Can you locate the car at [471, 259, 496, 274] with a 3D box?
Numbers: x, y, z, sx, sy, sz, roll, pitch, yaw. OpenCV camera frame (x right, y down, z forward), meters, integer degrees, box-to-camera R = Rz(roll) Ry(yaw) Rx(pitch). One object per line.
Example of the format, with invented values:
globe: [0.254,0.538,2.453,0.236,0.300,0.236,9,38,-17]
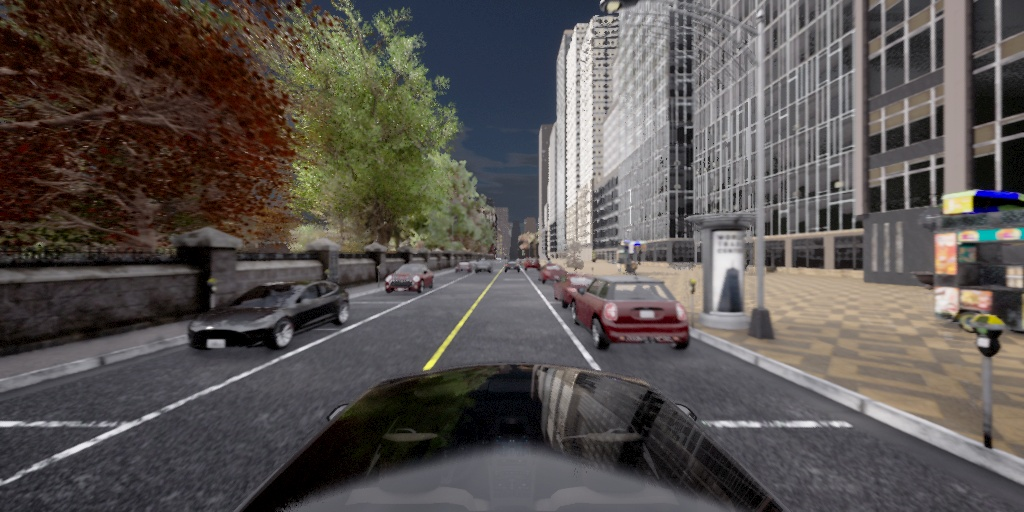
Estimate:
car: [-3.089,1.257,40.230,1.837,1.490,4.892,0,0,0]

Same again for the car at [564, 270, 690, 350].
car: [2.689,1.184,9.077,1.967,1.591,4.097,0,0,0]

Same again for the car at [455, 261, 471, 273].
car: [-5.693,1.336,42.869,1.802,1.307,4.207,0,0,0]

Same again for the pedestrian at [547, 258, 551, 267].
pedestrian: [2.999,1.041,29.522,0.375,1.860,0.375,0,0,-3]

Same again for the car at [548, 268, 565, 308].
car: [2.688,1.324,14.708,1.802,1.307,4.207,0,0,0]

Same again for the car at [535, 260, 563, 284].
car: [2.999,1.272,26.684,1.812,1.442,4.674,0,0,0]

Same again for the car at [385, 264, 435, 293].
car: [-5.693,1.183,20.339,1.967,1.591,4.097,0,0,0]

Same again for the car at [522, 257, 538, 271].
car: [2.687,1.071,48.501,2.192,1.841,5.009,0,0,0]

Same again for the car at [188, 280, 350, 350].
car: [-5.691,1.310,9.076,1.948,1.339,4.313,0,0,0]

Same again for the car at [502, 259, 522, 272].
car: [0.049,1.282,46.059,1.812,1.442,4.674,0,0,0]
